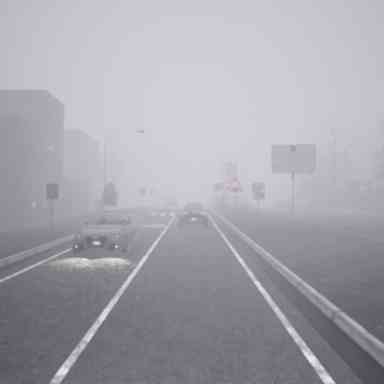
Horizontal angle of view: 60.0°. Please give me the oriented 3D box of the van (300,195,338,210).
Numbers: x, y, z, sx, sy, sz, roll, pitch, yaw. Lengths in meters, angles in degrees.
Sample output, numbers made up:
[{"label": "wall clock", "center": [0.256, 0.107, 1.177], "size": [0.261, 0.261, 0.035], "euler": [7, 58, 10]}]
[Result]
[{"label": "van", "center": [18.440, 1.492, 47.657], "size": [4.442, 1.987, 1.878], "euler": [0, -1, 0]}]

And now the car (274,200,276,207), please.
[{"label": "car", "center": [18.428, 2.068, 61.613], "size": [4.892, 1.521, 2.231], "euler": [0, -2, -1]}]

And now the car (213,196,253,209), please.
[{"label": "car", "center": [6.099, 1.723, 48.203], "size": [5.366, 1.575, 1.946], "euler": [0, -1, 0]}]

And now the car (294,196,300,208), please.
[{"label": "car", "center": [18.720, 1.770, 50.448], "size": [5.366, 1.575, 1.946], "euler": [0, -1, 0]}]

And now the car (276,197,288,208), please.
[{"label": "car", "center": [18.440, 1.729, 58.829], "size": [5.566, 2.045, 2.435], "euler": [0, -2, -1]}]

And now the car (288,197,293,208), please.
[{"label": "car", "center": [18.699, 1.829, 53.109], "size": [5.366, 1.575, 1.946], "euler": [0, -1, 0]}]

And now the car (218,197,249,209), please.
[{"label": "car", "center": [6.292, 1.659, 51.125], "size": [4.553, 1.767, 2.185], "euler": [0, -1, 0]}]

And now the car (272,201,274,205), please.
[{"label": "car", "center": [18.373, 1.903, 64.288], "size": [5.566, 2.045, 2.435], "euler": [0, -2, -1]}]

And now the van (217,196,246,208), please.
[{"label": "van", "center": [6.353, 1.631, 54.164], "size": [4.442, 1.987, 1.878], "euler": [0, -1, 0]}]

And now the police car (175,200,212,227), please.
[{"label": "police car", "center": [0.104, 1.569, 23.467], "size": [2.038, 1.542, 4.974], "euler": [0, 0, 0]}]

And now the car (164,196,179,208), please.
[{"label": "car", "center": [-3.354, 1.624, 54.831], "size": [2.150, 2.045, 5.566], "euler": [0, -2, 0]}]

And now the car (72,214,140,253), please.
[{"label": "car", "center": [-3.346, 1.604, 13.633], "size": [1.994, 1.385, 4.181], "euler": [0, 0, 0]}]

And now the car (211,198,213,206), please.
[{"label": "car", "center": [6.210, 1.772, 60.354], "size": [5.566, 2.045, 2.435], "euler": [0, -2, -1]}]
